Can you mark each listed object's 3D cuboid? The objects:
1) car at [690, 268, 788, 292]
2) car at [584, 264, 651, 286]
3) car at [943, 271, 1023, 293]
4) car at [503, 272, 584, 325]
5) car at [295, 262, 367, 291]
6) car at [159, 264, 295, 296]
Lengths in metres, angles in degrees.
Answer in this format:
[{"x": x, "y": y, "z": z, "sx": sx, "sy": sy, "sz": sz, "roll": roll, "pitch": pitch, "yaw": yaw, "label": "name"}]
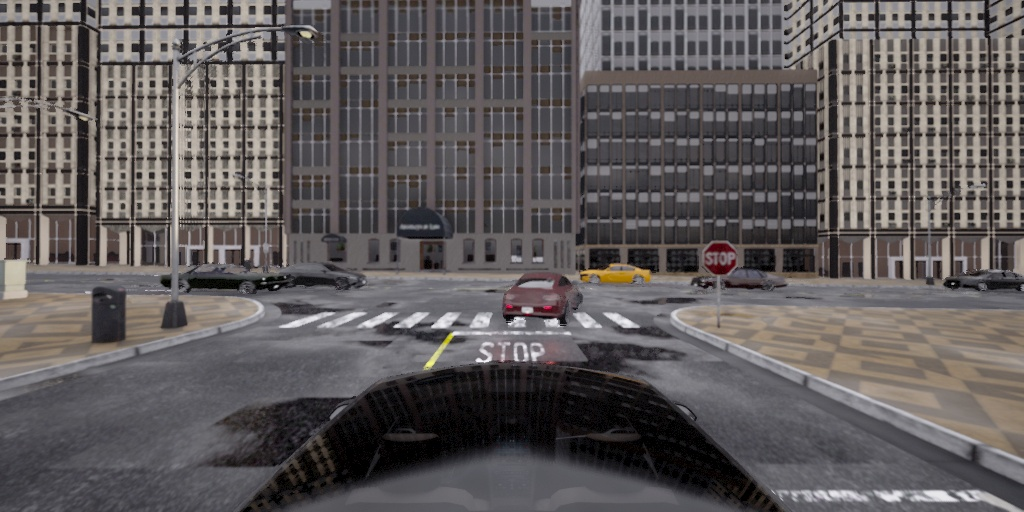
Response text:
[{"x": 14.393, "y": 1.491, "z": 22.858, "sx": 5.357, "sy": 1.411, "sz": 2.033, "roll": 1, "pitch": 0, "yaw": 1, "label": "car"}, {"x": 7.496, "y": 1.329, "z": 26.189, "sx": 5.008, "sy": 1.535, "sz": 1.882, "roll": 1, "pitch": 0, "yaw": 1, "label": "car"}, {"x": 34.283, "y": 1.791, "z": 25.860, "sx": 4.892, "sy": 1.490, "sz": 1.837, "roll": 1, "pitch": 0, "yaw": 1, "label": "car"}, {"x": 1.080, "y": 1.237, "z": 11.634, "sx": 1.812, "sy": 1.442, "sz": 4.674, "roll": 0, "pitch": 0, "yaw": 17, "label": "car"}, {"x": -10.425, "y": 1.077, "z": 19.687, "sx": 4.674, "sy": 1.442, "sz": 1.812, "roll": 2, "pitch": 0, "yaw": 1, "label": "car"}, {"x": -13.030, "y": 1.059, "z": 16.483, "sx": 4.718, "sy": 1.301, "sz": 1.895, "roll": 1, "pitch": 0, "yaw": 1, "label": "car"}]
